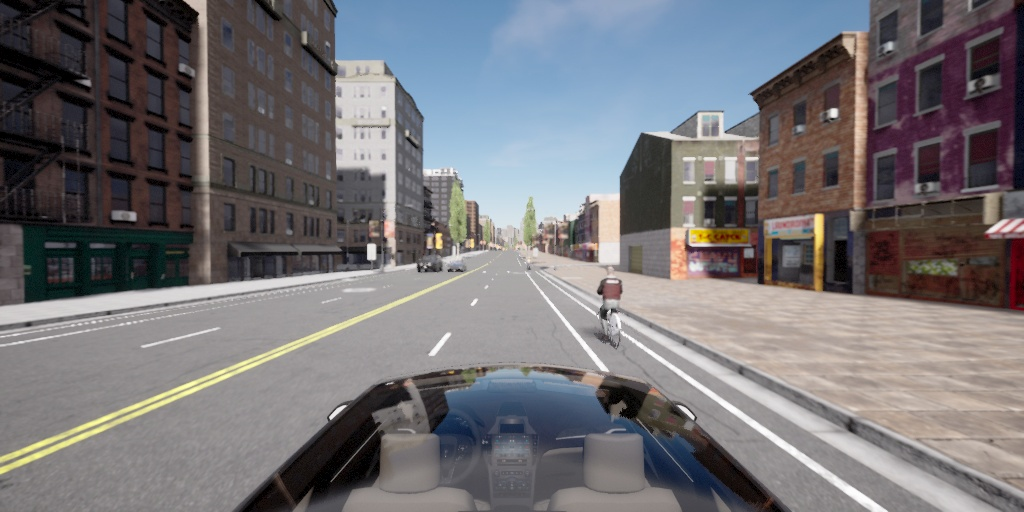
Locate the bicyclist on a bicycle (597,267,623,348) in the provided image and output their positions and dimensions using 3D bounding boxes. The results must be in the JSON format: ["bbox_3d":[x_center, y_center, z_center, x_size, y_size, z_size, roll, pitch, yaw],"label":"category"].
[{"bbox_3d":[2.249,1.124,8.402,0.659,1.776,1.843,0,0,0],"label":"bicyclist on a bicycle"}]

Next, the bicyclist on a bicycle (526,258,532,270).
[{"bbox_3d":[2.252,1.056,47.841,0.866,1.612,1.509,0,0,0],"label":"bicyclist on a bicycle"}]

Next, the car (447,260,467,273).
[{"bbox_3d":[-6.500,1.243,43.024,2.033,1.411,5.357,0,0,0],"label":"car"}]

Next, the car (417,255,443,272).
[{"bbox_3d":[-9.750,0.872,42.981,2.150,2.045,5.566,0,0,0],"label":"car"}]
